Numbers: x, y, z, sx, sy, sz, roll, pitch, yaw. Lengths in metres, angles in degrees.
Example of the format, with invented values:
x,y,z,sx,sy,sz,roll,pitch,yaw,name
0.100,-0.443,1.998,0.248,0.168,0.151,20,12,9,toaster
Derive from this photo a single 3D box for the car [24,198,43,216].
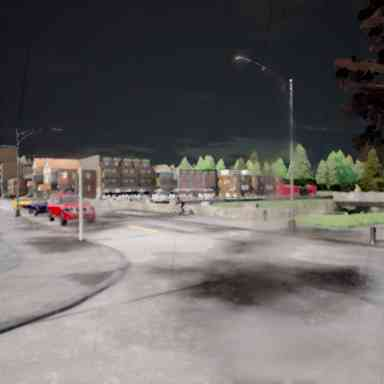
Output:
x,y,z,sx,sy,sz,roll,pitch,yaw,name
-14.491,1.546,32.040,1.895,1.301,4.718,-1,0,-35,car

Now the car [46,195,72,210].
x,y,z,sx,sy,sz,roll,pitch,yaw,name
-17.310,1.254,43.234,2.097,1.767,4.553,-1,0,-35,car

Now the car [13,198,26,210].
x,y,z,sx,sy,sz,roll,pitch,yaw,name
-20.416,1.429,40.422,1.882,1.535,5.008,-1,0,-35,car

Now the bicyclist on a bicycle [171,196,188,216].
x,y,z,sx,sy,sz,roll,pitch,yaw,name
-1.018,1.185,27.580,1.656,1.620,0.582,-1,1,-35,bicyclist on a bicycle

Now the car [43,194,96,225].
x,y,z,sx,sy,sz,roll,pitch,yaw,name
-8.785,1.159,24.009,2.150,2.045,5.566,-1,0,-35,car
